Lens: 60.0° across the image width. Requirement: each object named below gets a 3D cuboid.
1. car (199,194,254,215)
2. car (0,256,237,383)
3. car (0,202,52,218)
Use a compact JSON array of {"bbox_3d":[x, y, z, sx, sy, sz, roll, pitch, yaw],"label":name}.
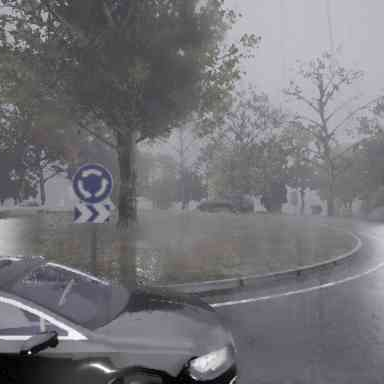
[{"bbox_3d":[3.439,1.221,33.602,5.566,2.045,2.150,0,-1,30],"label":"car"},{"bbox_3d":[-1.992,1.491,3.471,4.902,1.511,2.128,0,0,-5],"label":"car"},{"bbox_3d":[-15.715,1.600,30.781,4.718,1.301,1.895,0,0,-44],"label":"car"}]
